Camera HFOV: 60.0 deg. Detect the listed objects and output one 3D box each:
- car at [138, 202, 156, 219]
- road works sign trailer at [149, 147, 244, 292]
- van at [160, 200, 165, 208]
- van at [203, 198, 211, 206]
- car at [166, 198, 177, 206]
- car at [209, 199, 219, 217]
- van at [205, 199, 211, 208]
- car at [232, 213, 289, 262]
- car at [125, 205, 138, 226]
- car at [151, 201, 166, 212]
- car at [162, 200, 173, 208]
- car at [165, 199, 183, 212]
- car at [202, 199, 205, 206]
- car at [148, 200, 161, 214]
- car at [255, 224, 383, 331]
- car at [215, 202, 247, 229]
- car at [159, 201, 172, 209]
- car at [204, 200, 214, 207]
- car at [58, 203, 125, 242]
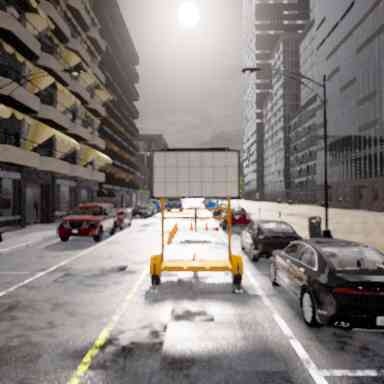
[{"bbox_3d":[-5.293,2.020,34.851,1.947,1.339,4.313,1,-1,1],"label":"car"},{"bbox_3d":[0.109,0.580,9.222,2.380,3.560,2.880,0,-1,0],"label":"road works sign trailer"},{"bbox_3d":[-5.173,1.935,45.992,1.690,1.788,3.998,1,-1,1],"label":"van"},{"bbox_3d":[3.561,2.326,79.316,1.690,1.788,3.998,1,-1,1],"label":"van"},{"bbox_3d":[-4.818,2.330,79.405,2.192,1.841,5.009,1,-1,1],"label":"car"},{"bbox_3d":[3.088,1.864,34.763,1.967,1.590,4.097,1,-1,1],"label":"car"},{"bbox_3d":[3.266,1.975,51.471,1.690,1.788,3.998,1,-1,1],"label":"van"},{"bbox_3d":[2.850,1.698,12.485,2.008,1.369,4.403,1,-1,1],"label":"car"},{"bbox_3d":[-5.412,1.860,23.713,1.887,1.381,4.507,1,-1,1],"label":"car"},{"bbox_3d":[-5.117,2.187,51.388,1.752,1.417,4.829,1,-1,1],"label":"car"},{"bbox_3d":[-4.941,2.397,68.095,1.752,1.417,4.829,1,-1,1],"label":"car"},{"bbox_3d":[-2.479,1.864,50.513,2.150,2.045,5.566,0,-1,1],"label":"car"},{"bbox_3d":[3.382,2.355,62.605,1.802,1.307,4.206,1,-1,1],"label":"car"},{"bbox_3d":[-5.235,2.074,40.419,2.008,1.369,4.403,1,-1,1],"label":"car"},{"bbox_3d":[2.791,1.629,6.918,2.008,1.369,4.403,1,-1,1],"label":"car"},{"bbox_3d":[2.969,1.725,23.624,1.967,1.590,4.097,1,-1,1],"label":"car"},{"bbox_3d":[-4.998,2.354,62.694,2.008,1.369,4.403,1,-1,1],"label":"car"},{"bbox_3d":[3.443,2.371,68.344,1.752,1.417,4.829,1,-1,1],"label":"car"},{"bbox_3d":[-5.468,1.561,18.146,2.192,1.841,5.009,1,-1,1],"label":"car"}]
